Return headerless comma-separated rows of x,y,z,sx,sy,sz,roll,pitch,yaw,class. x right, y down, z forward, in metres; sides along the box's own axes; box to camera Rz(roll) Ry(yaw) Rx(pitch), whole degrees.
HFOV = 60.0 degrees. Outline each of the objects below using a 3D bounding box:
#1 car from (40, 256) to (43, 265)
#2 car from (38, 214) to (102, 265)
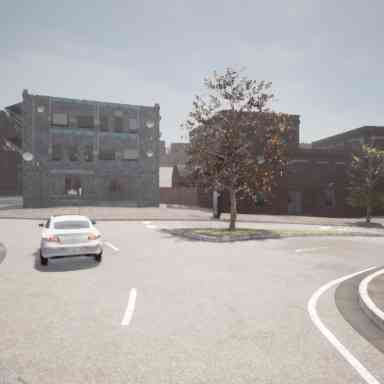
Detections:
-3.239,1.491,1.490,2.128,1.511,4.902,0,0,13,car
-4.336,1.508,11.729,1.812,1.442,4.674,0,0,-24,car
